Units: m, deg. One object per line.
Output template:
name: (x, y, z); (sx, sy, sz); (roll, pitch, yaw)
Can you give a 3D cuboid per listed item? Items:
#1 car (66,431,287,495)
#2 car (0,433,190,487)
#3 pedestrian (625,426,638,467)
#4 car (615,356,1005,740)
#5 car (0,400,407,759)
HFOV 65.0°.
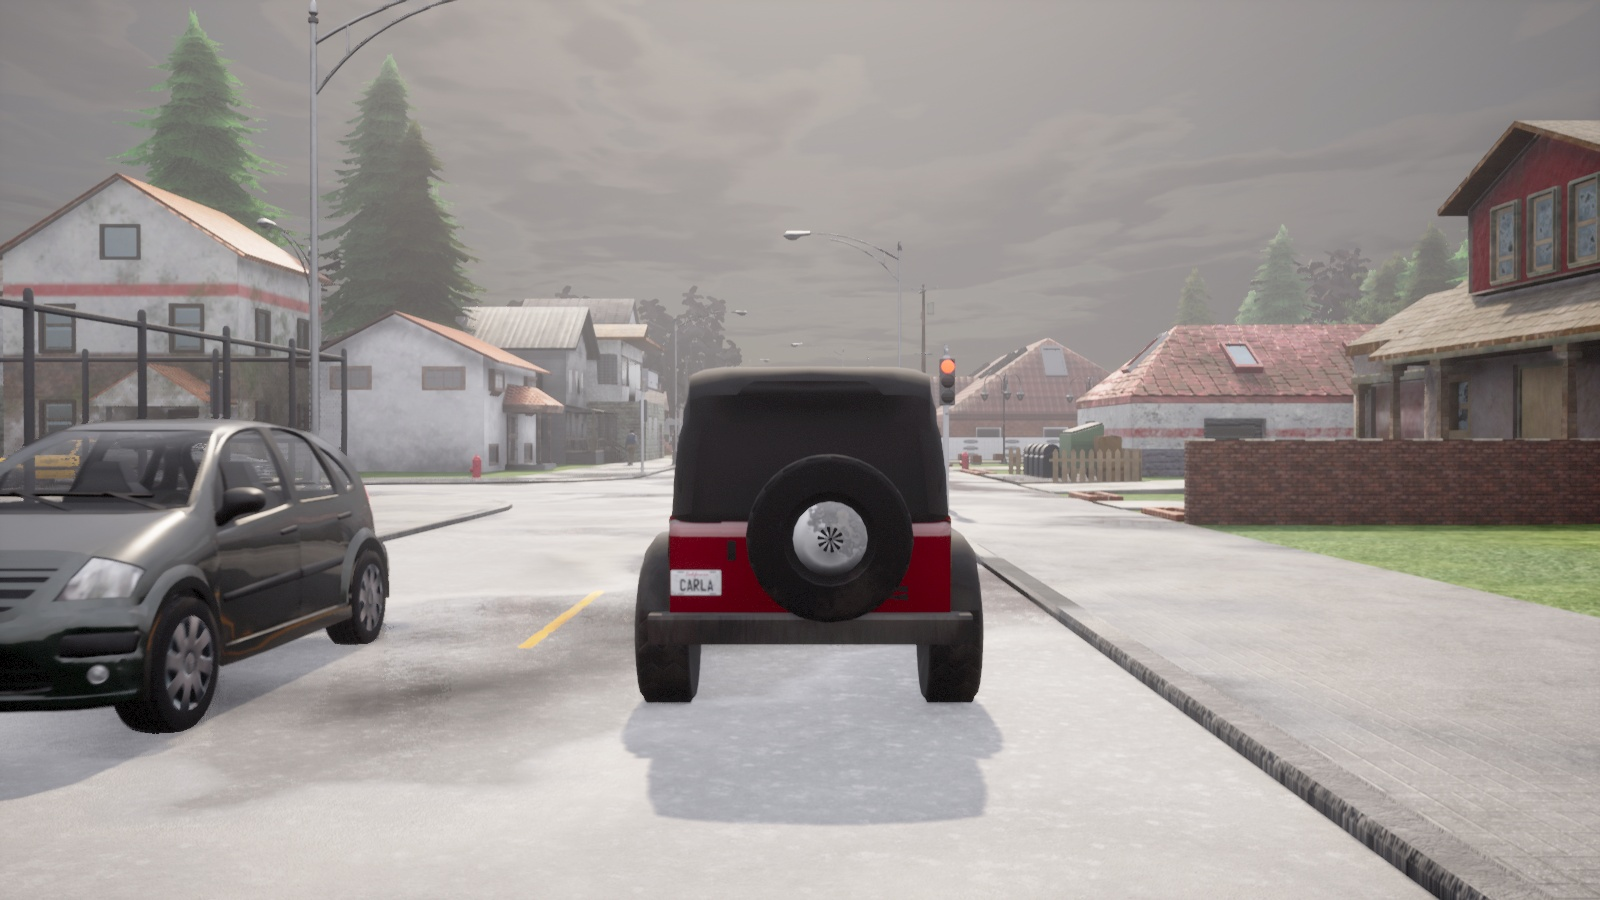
car: (-16.454, 0.326, 33.330); (4.856, 1.649, 2.033); (0, 1, 1)
car: (-21.285, 0.289, 37.359); (5.366, 1.575, 1.801); (0, 1, 0)
pedestrian: (-8.223, -0.171, 61.320); (0.423, 1.949, 0.788); (0, 1, 5)
car: (0.055, 0.460, 8.076); (1.905, 1.878, 3.866); (0, 1, 0)
car: (-3.949, 0.564, 7.644); (1.851, 1.617, 3.988); (0, 1, 0)
